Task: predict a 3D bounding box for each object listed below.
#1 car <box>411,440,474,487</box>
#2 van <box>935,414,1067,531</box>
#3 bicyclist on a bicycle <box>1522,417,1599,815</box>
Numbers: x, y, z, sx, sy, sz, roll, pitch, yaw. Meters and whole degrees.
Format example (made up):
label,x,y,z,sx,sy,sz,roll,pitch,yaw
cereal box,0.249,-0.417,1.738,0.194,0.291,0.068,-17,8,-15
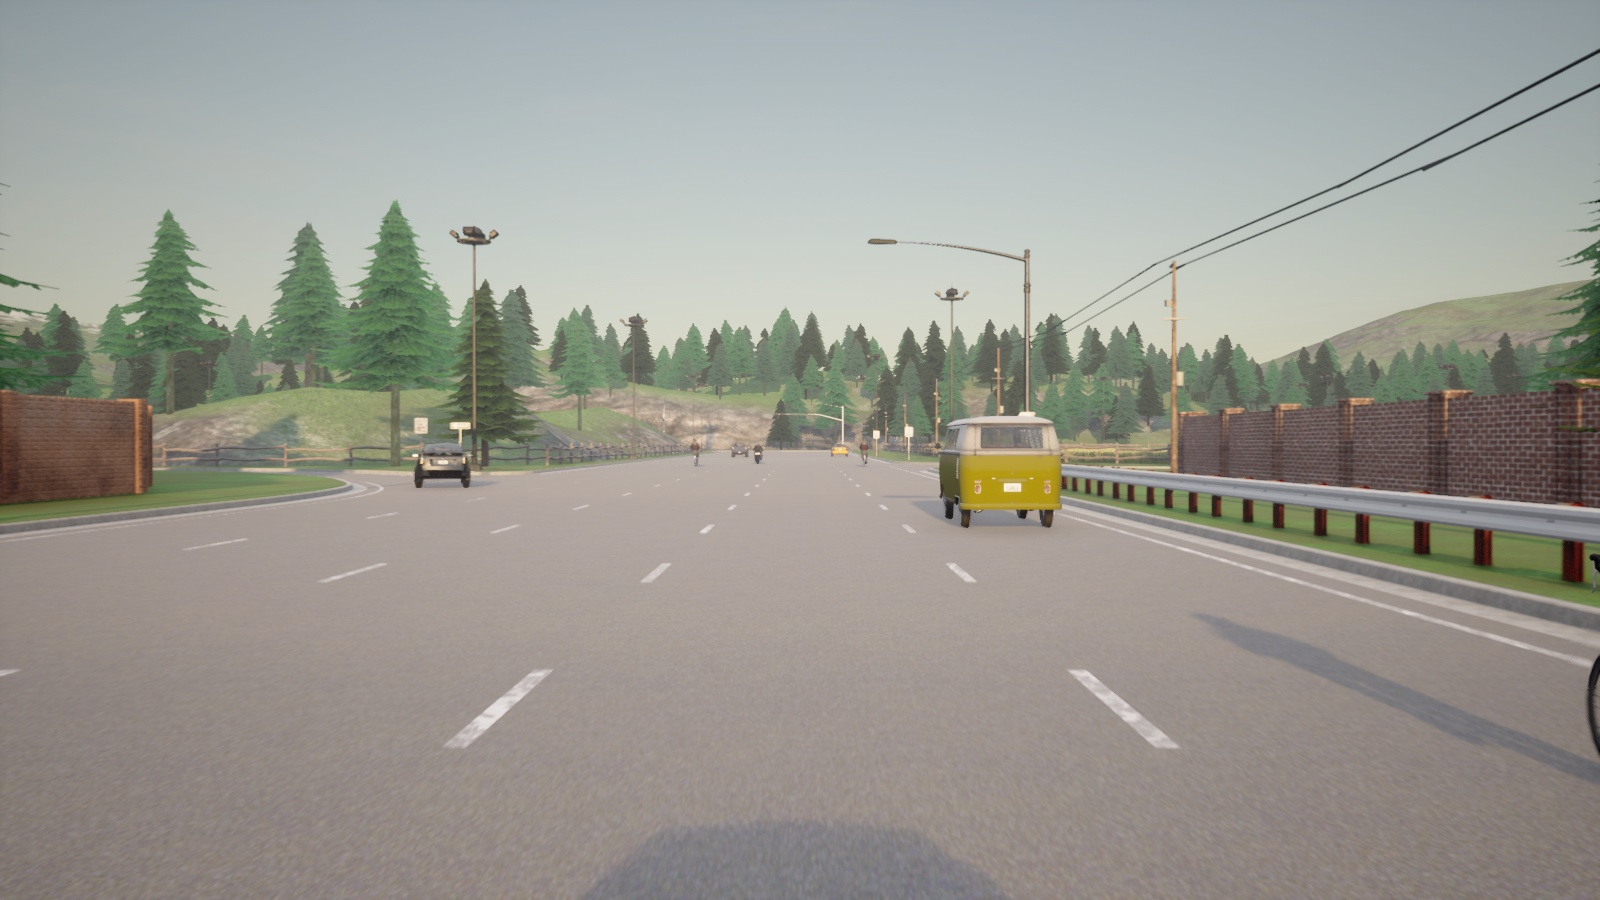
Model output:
label,x,y,z,sx,sy,sz,roll,pitch,yaw
car,-12.539,0.435,43.886,2.007,1.525,4.514,0,0,-17
van,3.648,0.369,23.546,1.775,1.987,4.442,0,0,0
bicyclist on a bicycle,3.543,0.675,4.831,0.582,1.620,1.656,0,0,0
